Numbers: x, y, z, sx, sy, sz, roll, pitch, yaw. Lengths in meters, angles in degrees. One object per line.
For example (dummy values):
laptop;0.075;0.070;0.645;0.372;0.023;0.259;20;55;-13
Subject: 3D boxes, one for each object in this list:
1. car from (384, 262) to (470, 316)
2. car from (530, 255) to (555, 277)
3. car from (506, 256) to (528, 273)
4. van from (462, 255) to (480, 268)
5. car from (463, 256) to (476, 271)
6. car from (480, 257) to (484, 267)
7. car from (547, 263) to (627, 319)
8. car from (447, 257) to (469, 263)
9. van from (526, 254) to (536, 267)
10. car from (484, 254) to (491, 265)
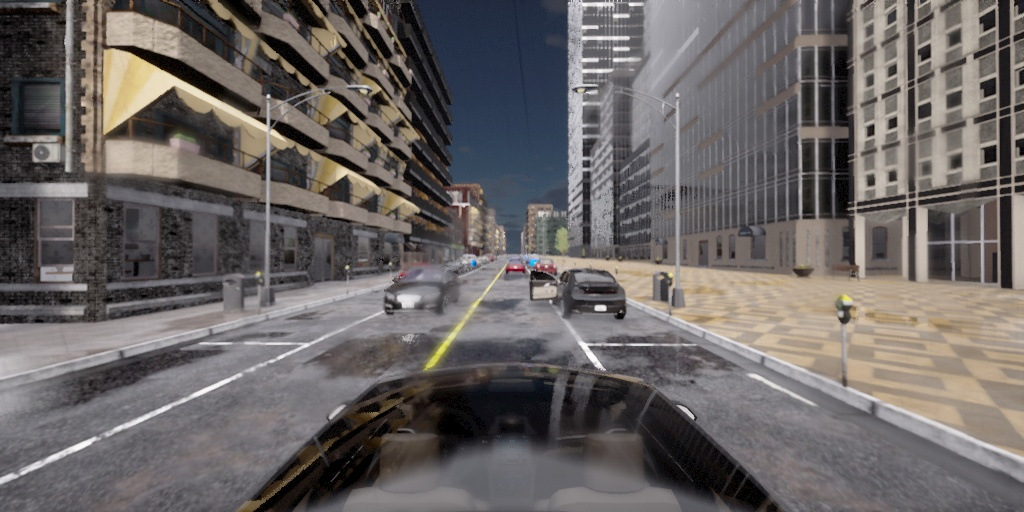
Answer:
car;-2.998;1.142;12.874;2.128;1.511;4.902;0;1;1
car;2.980;0.920;32.837;1.967;1.591;4.097;0;0;1
car;0.386;1.006;37.236;1.994;1.385;4.181;0;1;1
van;-5.296;0.721;44.056;1.690;1.789;3.998;0;0;1
car;-5.348;0.979;38.485;2.007;1.370;4.403;0;0;1
car;-5.245;0.858;49.455;1.751;1.417;4.829;0;0;1
car;2.450;1.164;12.241;1.837;1.490;4.892;0;1;1
car;-5.400;1.042;32.916;1.948;1.339;4.313;0;0;1
van;3.137;0.678;49.545;1.690;1.789;3.998;0;0;1
car;-5.139;0.788;60.762;2.007;1.370;4.403;0;0;1
